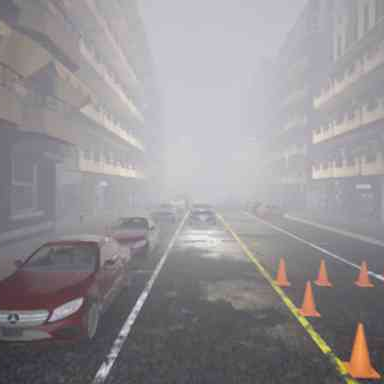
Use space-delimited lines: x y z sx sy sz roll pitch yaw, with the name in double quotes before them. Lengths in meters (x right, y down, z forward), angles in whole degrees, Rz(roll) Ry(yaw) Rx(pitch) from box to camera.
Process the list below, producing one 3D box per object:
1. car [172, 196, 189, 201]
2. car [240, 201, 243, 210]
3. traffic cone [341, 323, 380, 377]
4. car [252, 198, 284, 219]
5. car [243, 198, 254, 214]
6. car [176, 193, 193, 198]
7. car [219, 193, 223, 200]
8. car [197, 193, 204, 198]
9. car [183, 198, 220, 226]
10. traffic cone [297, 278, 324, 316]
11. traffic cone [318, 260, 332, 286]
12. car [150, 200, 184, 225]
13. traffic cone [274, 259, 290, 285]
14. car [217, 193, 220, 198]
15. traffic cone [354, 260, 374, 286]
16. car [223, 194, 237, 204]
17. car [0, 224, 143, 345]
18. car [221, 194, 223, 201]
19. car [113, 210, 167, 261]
"car" -1.629 1.430 34.321 2.008 1.369 4.403 0 0 1
"car" 6.869 1.406 39.711 1.967 1.590 4.097 0 0 1
"traffic cone" 2.137 1.968 4.224 0.340 0.580 0.340 1 0 1
"car" 6.630 1.520 28.680 1.752 1.417 4.829 0 0 1
"car" 6.748 1.546 34.111 1.947 1.339 4.313 0 0 1
"car" -1.386 1.165 45.522 2.192 1.841 5.009 0 0 1
"car" 7.605 1.405 73.486 1.752 1.417 4.829 0 0 1
"car" 2.270 1.123 89.295 2.097 1.767 4.553 1 0 1
"car" 0.735 1.432 23.104 2.128 1.511 4.902 1 0 1
"traffic cone" 2.181 1.963 6.224 0.340 0.580 0.340 1 0 1
"traffic cone" 3.224 1.970 8.202 0.340 0.580 0.340 1 0 1
"car" -1.872 1.460 23.121 2.008 1.369 4.403 0 0 1
"traffic cone" 2.224 1.957 8.224 0.340 0.580 0.340 1 0 1
"car" 7.844 1.292 84.517 1.967 1.590 4.097 0 0 1
"traffic cone" 4.224 1.982 8.180 0.340 0.580 0.340 1 0 1
"car" 7.357 1.474 62.114 1.947 1.339 4.313 0 0 1
"car" -2.238 1.536 6.318 1.802 1.307 4.206 0 0 1
"car" 7.479 1.445 67.716 2.008 1.369 4.403 0 0 1
"car" -2.116 1.521 11.919 1.802 1.307 4.206 0 0 1
